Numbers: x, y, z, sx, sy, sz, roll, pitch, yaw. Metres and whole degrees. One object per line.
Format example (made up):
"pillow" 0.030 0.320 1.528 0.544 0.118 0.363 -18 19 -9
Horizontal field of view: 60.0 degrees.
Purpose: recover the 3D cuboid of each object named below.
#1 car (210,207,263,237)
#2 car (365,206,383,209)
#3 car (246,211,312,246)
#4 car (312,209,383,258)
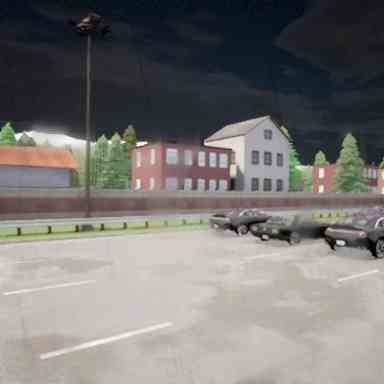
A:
"car" 3.275 1.640 19.070 4.902 1.511 2.128 1 0 -35
"car" 15.562 1.874 27.824 4.181 1.385 1.994 1 0 -35
"car" 5.103 1.746 16.077 4.718 1.301 1.895 1 0 -35
"car" 7.343 1.640 13.373 4.902 1.511 2.128 1 0 -35
